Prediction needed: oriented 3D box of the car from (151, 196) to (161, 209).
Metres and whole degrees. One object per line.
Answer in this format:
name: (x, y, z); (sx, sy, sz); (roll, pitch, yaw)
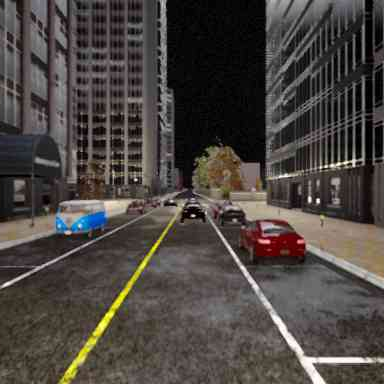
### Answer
car: (-5.705, 1.568, 45.840); (1.802, 1.307, 4.206); (0, 0, 0)

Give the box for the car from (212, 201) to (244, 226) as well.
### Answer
car: (2.682, 1.549, 23.068); (2.008, 1.369, 4.403); (0, 0, 0)

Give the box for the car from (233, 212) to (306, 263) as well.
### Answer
car: (2.686, 1.581, 11.683); (1.802, 1.307, 4.206); (0, 0, 0)

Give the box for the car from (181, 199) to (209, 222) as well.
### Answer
car: (0.091, 1.524, 25.865); (1.812, 1.442, 4.674); (0, 0, 0)

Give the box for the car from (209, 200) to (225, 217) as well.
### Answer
car: (2.681, 1.438, 28.760); (1.967, 1.590, 4.097); (0, 0, 0)

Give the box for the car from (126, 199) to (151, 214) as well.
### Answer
car: (-5.702, 1.578, 34.452); (1.802, 1.307, 4.206); (0, 0, 0)

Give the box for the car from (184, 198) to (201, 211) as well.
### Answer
car: (0.085, 1.537, 42.694); (2.033, 1.411, 5.357); (0, 0, 0)

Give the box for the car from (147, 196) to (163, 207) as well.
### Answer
car: (-5.707, 1.417, 51.533); (1.967, 1.590, 4.097); (0, 0, 0)

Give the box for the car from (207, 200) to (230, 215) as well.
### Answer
car: (2.679, 1.547, 34.453); (2.008, 1.369, 4.403); (0, 0, 0)

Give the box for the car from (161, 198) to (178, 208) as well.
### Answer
car: (-3.068, 1.547, 48.198); (1.994, 1.385, 4.181); (0, 0, 1)

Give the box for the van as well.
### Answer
van: (-5.697, 1.340, 17.375); (1.690, 1.788, 3.998); (0, 0, 0)
